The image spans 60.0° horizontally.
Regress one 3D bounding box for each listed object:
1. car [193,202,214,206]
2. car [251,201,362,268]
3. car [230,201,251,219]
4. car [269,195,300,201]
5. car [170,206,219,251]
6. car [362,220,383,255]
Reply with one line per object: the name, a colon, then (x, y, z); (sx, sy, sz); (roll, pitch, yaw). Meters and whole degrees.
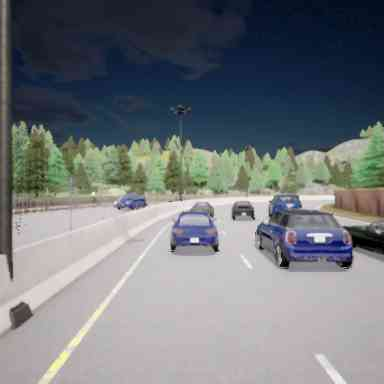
car: (0.975, 1.569, 29.478); (1.994, 1.385, 4.181); (0, 0, 7)
car: (3.599, 1.354, 11.489); (2.097, 1.767, 4.553); (0, 0, 0)
car: (4.407, 1.510, 28.916); (1.837, 1.490, 4.892); (0, 0, 6)
car: (7.786, 1.227, 27.995); (2.150, 2.045, 5.566); (0, 0, 6)
car: (0.086, 1.528, 13.947); (1.812, 1.442, 4.674); (0, 0, 0)
car: (7.099, 1.604, 11.627); (1.895, 1.301, 4.718); (0, 0, 0)
